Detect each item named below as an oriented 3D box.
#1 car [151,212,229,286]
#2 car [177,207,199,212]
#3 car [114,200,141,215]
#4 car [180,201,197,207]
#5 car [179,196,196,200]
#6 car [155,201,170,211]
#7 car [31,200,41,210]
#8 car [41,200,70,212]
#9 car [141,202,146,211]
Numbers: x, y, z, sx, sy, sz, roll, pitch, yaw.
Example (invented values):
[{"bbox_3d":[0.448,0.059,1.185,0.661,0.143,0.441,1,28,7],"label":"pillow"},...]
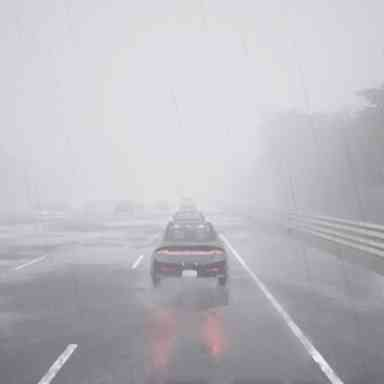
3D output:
[{"bbox_3d":[-0.065,1.567,9.611,2.128,1.511,4.902,0,0,0],"label":"car"},{"bbox_3d":[-0.169,1.754,18.832,1.895,1.301,4.718,0,0,-1],"label":"car"},{"bbox_3d":[-7.433,1.663,37.665,2.097,1.767,4.553,0,0,-1],"label":"car"},{"bbox_3d":[-0.332,1.783,28.486,2.033,1.411,5.357,0,0,-1],"label":"car"},{"bbox_3d":[-0.635,1.612,46.483,2.150,2.045,5.566,0,-1,-1],"label":"car"},{"bbox_3d":[-4.142,1.939,46.869,2.033,1.411,5.357,0,-1,-1],"label":"car"},{"bbox_3d":[-21.882,1.905,49.028,1.837,1.490,4.892,0,-1,-1],"label":"car"},{"bbox_3d":[-18.309,1.851,45.621,1.882,1.535,5.008,0,0,-1],"label":"car"},{"bbox_3d":[-7.638,1.990,46.737,1.895,1.301,4.718,0,0,-1],"label":"car"}]
